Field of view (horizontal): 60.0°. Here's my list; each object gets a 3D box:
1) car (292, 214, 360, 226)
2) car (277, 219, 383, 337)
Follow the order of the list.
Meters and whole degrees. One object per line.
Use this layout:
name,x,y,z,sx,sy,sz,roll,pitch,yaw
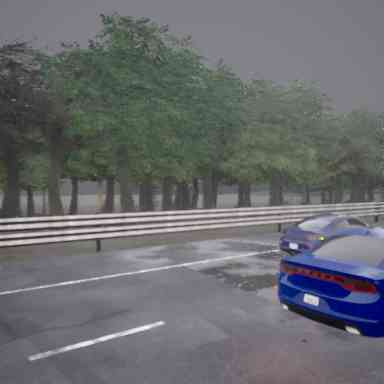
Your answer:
car,4.995,1.470,11.446,4.674,1.442,1.812,0,0,-34
car,3.810,1.443,6.377,5.008,1.535,1.882,0,0,-35
